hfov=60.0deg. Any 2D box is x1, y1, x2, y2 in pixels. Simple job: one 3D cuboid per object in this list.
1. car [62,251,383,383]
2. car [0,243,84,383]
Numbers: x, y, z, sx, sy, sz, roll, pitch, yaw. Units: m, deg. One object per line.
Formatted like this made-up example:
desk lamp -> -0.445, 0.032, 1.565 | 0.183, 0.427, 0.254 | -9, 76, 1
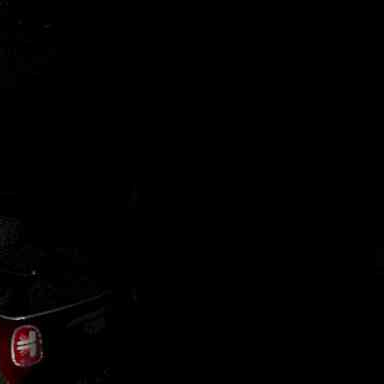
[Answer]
car -> 1.910, 1.312, 1.454 | 5.009, 1.841, 2.192 | 0, 0, 35
car -> -2.611, 1.458, 4.666 | 4.097, 1.590, 1.967 | 0, 0, 35
